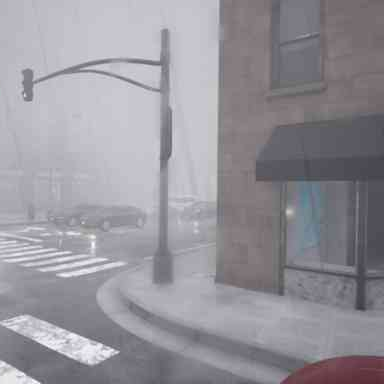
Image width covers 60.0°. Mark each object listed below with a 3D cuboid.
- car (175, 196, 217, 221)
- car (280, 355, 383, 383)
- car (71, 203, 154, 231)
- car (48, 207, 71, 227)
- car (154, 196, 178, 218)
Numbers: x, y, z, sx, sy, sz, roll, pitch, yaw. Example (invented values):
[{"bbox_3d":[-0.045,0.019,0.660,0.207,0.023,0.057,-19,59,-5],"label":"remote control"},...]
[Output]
[{"bbox_3d":[0.923,1.547,29.822,2.097,1.767,4.553,1,0,36],"label":"car"},{"bbox_3d":[2.417,1.545,1.229,4.507,1.381,1.887,0,1,35],"label":"car"},{"bbox_3d":[-4.979,1.613,21.541,1.837,1.490,4.892,1,0,35],"label":"car"},{"bbox_3d":[-7.631,1.565,23.420,1.837,1.490,4.892,1,0,35],"label":"car"},{"bbox_3d":[-1.455,1.373,32.088,2.150,2.045,5.566,1,0,35],"label":"car"}]
